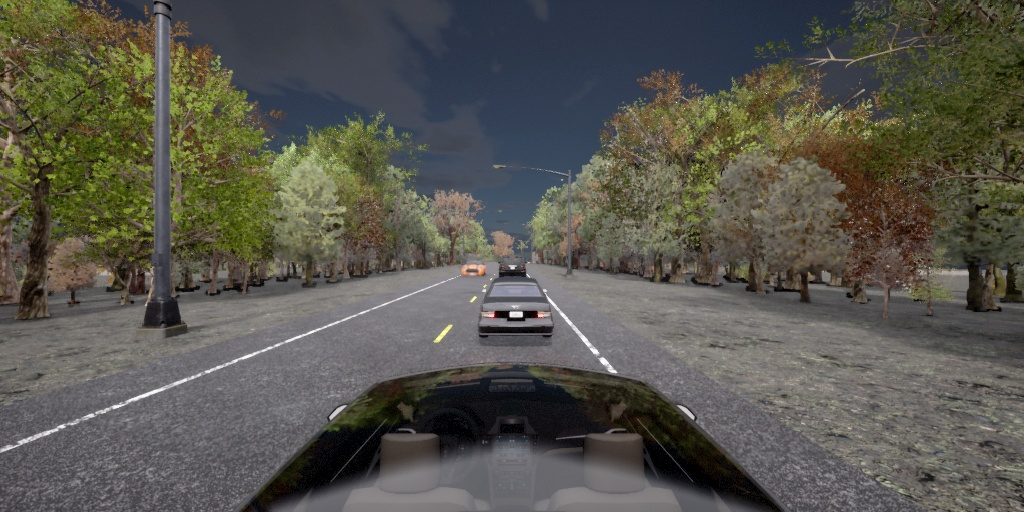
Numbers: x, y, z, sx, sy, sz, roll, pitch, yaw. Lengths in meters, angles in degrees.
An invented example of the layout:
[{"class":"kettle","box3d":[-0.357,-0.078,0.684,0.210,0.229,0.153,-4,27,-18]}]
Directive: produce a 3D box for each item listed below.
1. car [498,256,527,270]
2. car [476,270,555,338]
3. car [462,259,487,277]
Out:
[{"class":"car","box3d":[0.042,0.987,29.292,2.150,2.045,5.566,0,0,0]},{"class":"car","box3d":[0.082,1.302,10.203,2.033,1.411,5.357,0,0,0]},{"class":"car","box3d":[-3.670,1.121,35.317,2.097,1.767,4.553,0,0,0]}]
